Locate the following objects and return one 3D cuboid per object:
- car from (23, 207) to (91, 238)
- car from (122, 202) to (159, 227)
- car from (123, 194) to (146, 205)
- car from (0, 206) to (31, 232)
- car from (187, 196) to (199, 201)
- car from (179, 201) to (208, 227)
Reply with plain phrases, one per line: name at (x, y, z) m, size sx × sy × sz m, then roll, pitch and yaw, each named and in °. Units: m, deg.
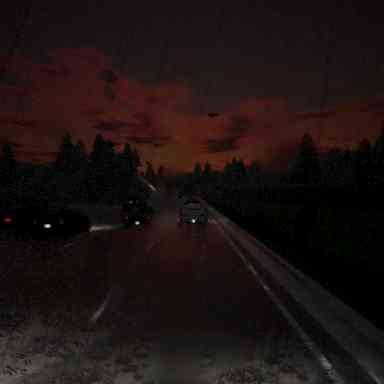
car at (-6.898, 1.590, 17.882) m, size 1.994 × 1.385 × 4.181 m, roll 0°, pitch 0°, yaw 0°
car at (-3.398, 1.634, 22.907) m, size 1.895 × 1.301 × 4.718 m, roll 0°, pitch 0°, yaw 0°
car at (-6.894, 1.280, 40.230) m, size 2.150 × 2.045 × 5.566 m, roll 0°, pitch 0°, yaw 0°
car at (-10.398, 1.577, 20.254) m, size 2.033 × 1.411 × 5.357 m, roll 0°, pitch 0°, yaw 0°
car at (0.106, 1.563, 40.791) m, size 1.837 × 1.490 × 4.892 m, roll 0°, pitch 0°, yaw 0°
car at (0.090, 1.558, 22.780) m, size 1.812 × 1.442 × 4.674 m, roll 0°, pitch 0°, yaw 0°
